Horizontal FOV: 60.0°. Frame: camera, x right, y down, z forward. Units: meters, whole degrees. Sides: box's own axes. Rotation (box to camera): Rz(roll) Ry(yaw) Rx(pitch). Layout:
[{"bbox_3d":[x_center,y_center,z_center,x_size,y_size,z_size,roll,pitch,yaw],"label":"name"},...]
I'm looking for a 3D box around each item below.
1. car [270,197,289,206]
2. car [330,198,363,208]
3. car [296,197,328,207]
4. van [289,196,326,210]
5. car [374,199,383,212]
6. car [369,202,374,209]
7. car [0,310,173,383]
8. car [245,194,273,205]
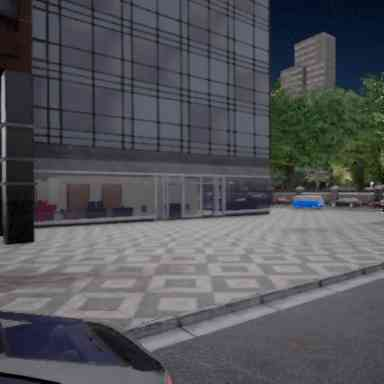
[{"bbox_3d":[15.296,1.565,55.908,1.802,1.307,4.206,-1,0,-35],"label":"car"},{"bbox_3d":[21.658,1.494,46.872,2.008,1.369,4.403,-1,0,-35],"label":"car"},{"bbox_3d":[18.475,1.531,51.389,1.947,1.339,4.313,-1,0,-35],"label":"car"},{"bbox_3d":[14.690,1.369,41.954,1.690,1.788,3.998,-1,0,-35],"label":"van"},{"bbox_3d":[21.054,1.520,32.919,2.008,1.369,4.403,-1,0,-35],"label":"car"},{"bbox_3d":[24.839,1.498,42.354,1.802,1.307,4.206,-1,0,-35],"label":"car"},{"bbox_3d":[-2.097,1.565,1.879,4.181,1.385,1.994,0,0,-35],"label":"car"},{"bbox_3d":[12.112,1.311,60.425,2.192,1.841,5.009,-1,0,-35],"label":"car"}]
